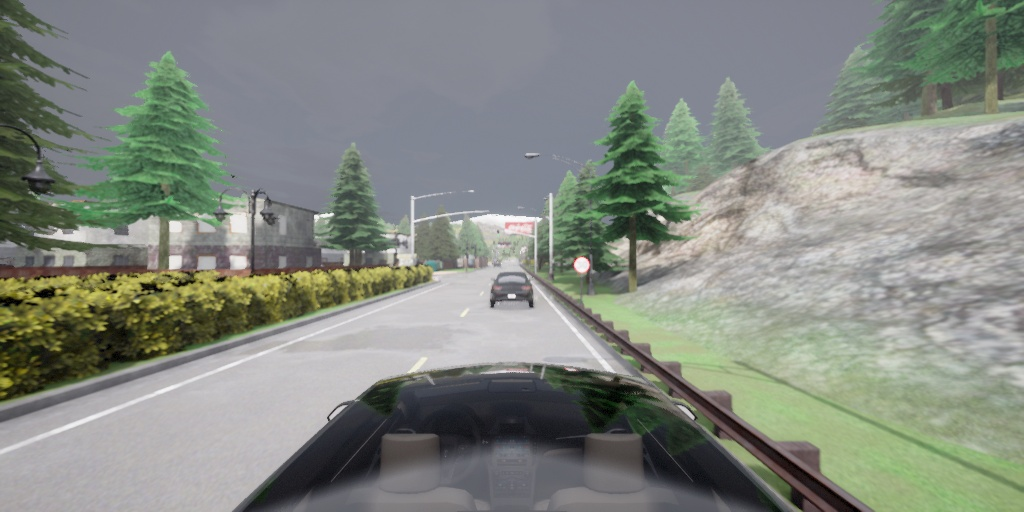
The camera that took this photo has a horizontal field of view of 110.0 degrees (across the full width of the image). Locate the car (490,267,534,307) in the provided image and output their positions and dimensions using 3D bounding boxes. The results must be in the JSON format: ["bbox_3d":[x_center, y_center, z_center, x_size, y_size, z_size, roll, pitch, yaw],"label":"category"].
[{"bbox_3d":[0.002,1.413,16.236,1.812,1.442,4.674,0,0,0],"label":"car"}]

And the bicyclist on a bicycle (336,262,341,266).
[{"bbox_3d":[-23.148,1.644,47.750,0.582,1.620,1.656,0,0,7],"label":"bicyclist on a bicycle"}]
